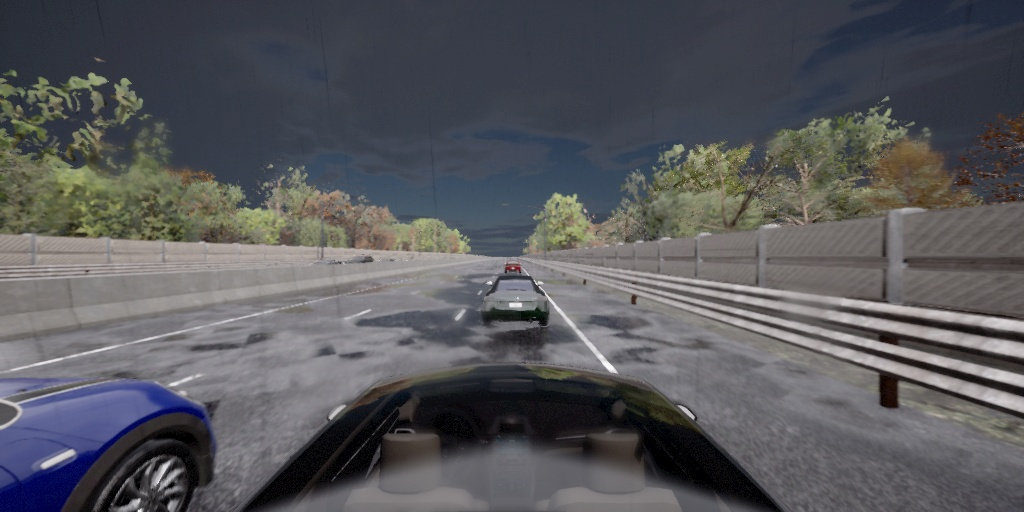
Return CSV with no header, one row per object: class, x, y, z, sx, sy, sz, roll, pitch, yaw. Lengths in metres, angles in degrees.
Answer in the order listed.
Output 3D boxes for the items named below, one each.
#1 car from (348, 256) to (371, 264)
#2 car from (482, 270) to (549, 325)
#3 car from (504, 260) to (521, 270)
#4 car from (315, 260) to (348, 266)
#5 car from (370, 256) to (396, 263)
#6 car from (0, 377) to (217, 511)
car,-20.997,0.977,49.812,2.150,2.045,5.566,0,0,0
car,0.101,1.317,11.854,1.994,1.385,4.181,0,0,0
car,0.105,1.242,43.563,1.882,1.535,5.008,0,0,0
car,-24.515,1.259,48.128,2.128,1.511,4.902,0,0,0
car,-17.497,1.172,49.941,2.097,1.767,4.553,0,0,0
car,-3.397,1.103,0.956,2.097,1.767,4.553,0,0,0
